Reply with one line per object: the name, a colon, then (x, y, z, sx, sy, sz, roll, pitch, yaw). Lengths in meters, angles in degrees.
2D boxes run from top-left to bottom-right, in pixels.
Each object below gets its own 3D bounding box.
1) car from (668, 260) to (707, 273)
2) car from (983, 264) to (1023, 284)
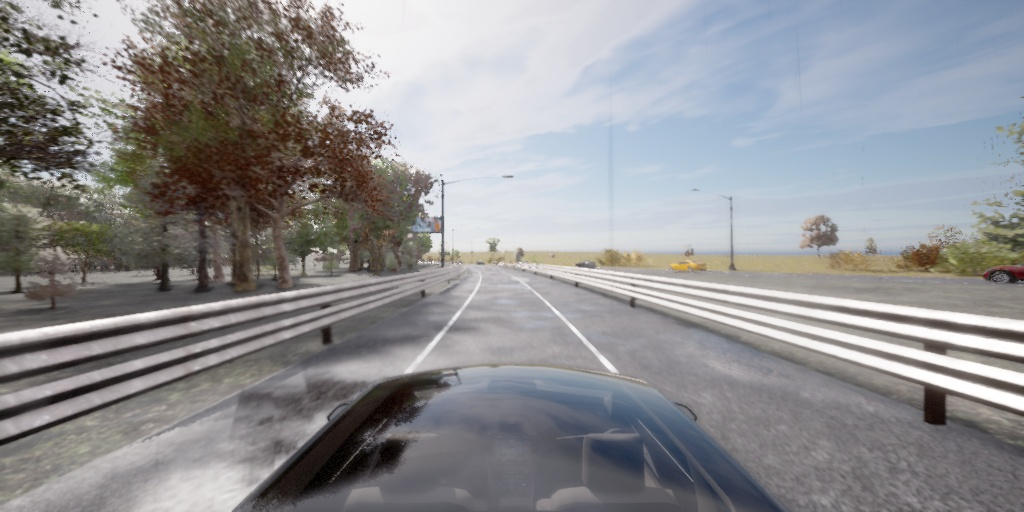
car: (22.291, 1.315, 45.907, 1.882, 1.535, 5.008, 0, -1, -24)
car: (32.805, 0.860, 22.091, 2.097, 1.767, 4.553, 0, -1, -24)
